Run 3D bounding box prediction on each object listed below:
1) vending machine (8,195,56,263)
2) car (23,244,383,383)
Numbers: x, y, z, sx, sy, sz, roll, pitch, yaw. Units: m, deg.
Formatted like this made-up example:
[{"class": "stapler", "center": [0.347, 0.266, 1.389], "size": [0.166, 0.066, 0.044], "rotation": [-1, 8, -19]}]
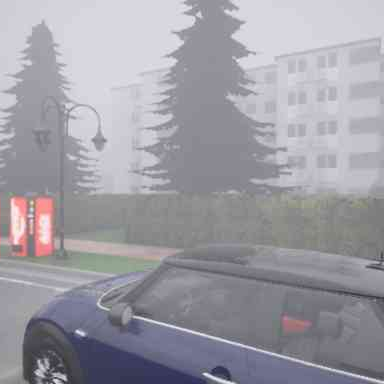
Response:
[{"class": "vending machine", "center": [-5.291, 1.151, 11.039], "size": [0.880, 2.100, 1.100], "rotation": [0, 0, 24]}, {"class": "car", "center": [0.303, 1.346, 3.399], "size": [4.553, 1.767, 2.097], "rotation": [0, 0, 34]}]
